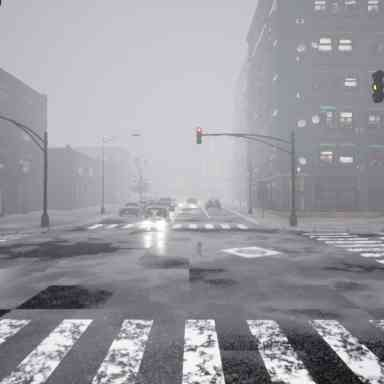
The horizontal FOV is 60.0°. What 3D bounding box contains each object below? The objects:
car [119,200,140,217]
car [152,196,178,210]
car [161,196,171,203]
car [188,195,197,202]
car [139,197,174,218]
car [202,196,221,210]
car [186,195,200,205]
[{"bbox_3d":[-5.742,1.554,31.798,1.887,1.381,4.507,1,0,0],"label":"car"},{"bbox_3d":[-3.083,1.365,38.967,2.097,1.767,4.553,0,0,0],"label":"car"},{"bbox_3d":[-5.654,1.604,71.600,1.802,1.307,4.206,1,0,0],"label":"car"},{"bbox_3d":[0.023,1.378,69.892,1.812,1.442,4.674,0,0,0],"label":"car"},{"bbox_3d":[-3.087,1.500,29.946,2.128,1.511,4.902,0,0,0],"label":"car"},{"bbox_3d":[2.720,1.452,43.225,1.967,1.590,4.097,1,0,0],"label":"car"},{"bbox_3d":[0.020,1.495,59.466,1.882,1.535,5.008,0,0,0],"label":"car"}]
